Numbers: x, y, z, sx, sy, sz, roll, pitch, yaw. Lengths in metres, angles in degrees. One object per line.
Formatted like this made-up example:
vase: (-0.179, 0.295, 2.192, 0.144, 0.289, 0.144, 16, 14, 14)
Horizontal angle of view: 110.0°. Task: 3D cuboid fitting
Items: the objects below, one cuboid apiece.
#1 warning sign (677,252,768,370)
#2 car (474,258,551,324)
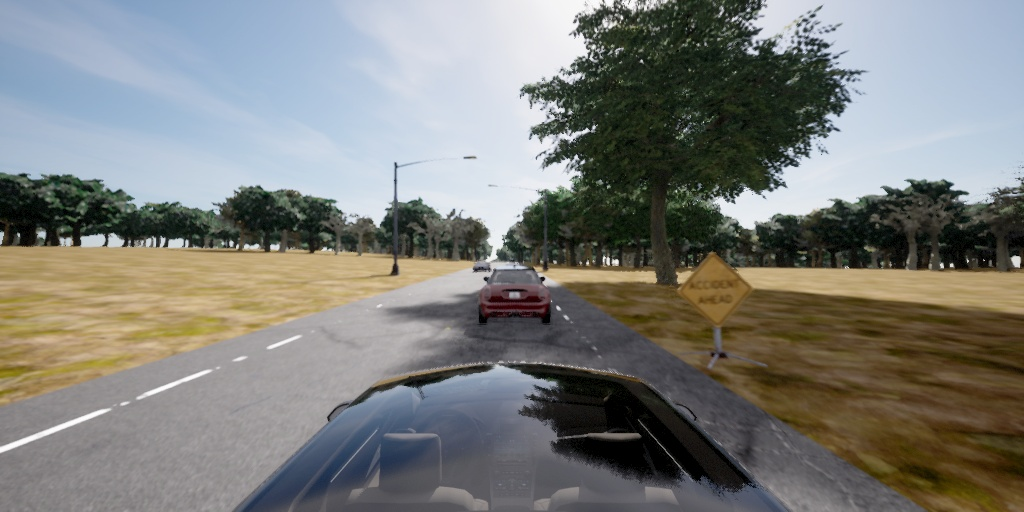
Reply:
warning sign: (3.549, 0.858, 6.141, 1.300, 1.860, 1.060, 0, 0, 0)
car: (0.081, 1.085, 12.023, 2.097, 1.767, 4.553, 0, 0, 0)
